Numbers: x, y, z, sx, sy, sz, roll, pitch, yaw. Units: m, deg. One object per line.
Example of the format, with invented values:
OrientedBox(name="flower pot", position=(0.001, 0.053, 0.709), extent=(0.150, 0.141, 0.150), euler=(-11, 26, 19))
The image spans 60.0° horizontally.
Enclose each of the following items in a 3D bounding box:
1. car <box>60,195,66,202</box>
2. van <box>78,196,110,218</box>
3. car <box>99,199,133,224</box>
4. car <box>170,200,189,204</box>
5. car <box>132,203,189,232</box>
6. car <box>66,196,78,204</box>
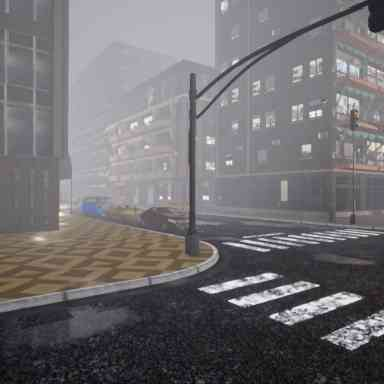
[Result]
OrientedBox(name="car", position=(-27.873, 1.361, 70.745), extent=(1.967, 1.590, 4.097), euler=(0, 0, -36))
OrientedBox(name="van", position=(-8.262, 1.266, 29.049), extent=(1.690, 1.788, 3.998), euler=(0, 0, -36))
OrientedBox(name="car", position=(-4.861, 1.459, 24.309), extent=(1.752, 1.417, 4.829), euler=(0, 0, -36))
OrientedBox(name="car", position=(-1.554, 1.488, 34.073), extent=(1.752, 1.417, 4.829), euler=(0, 0, -36))
OrientedBox(name="car", position=(-1.659, 1.526, 19.846), extent=(1.802, 1.307, 4.206), euler=(0, 0, -36))
OrientedBox(name="car", position=(-21.368, 1.448, 61.681), extent=(1.752, 1.417, 4.829), euler=(0, 0, -36))
